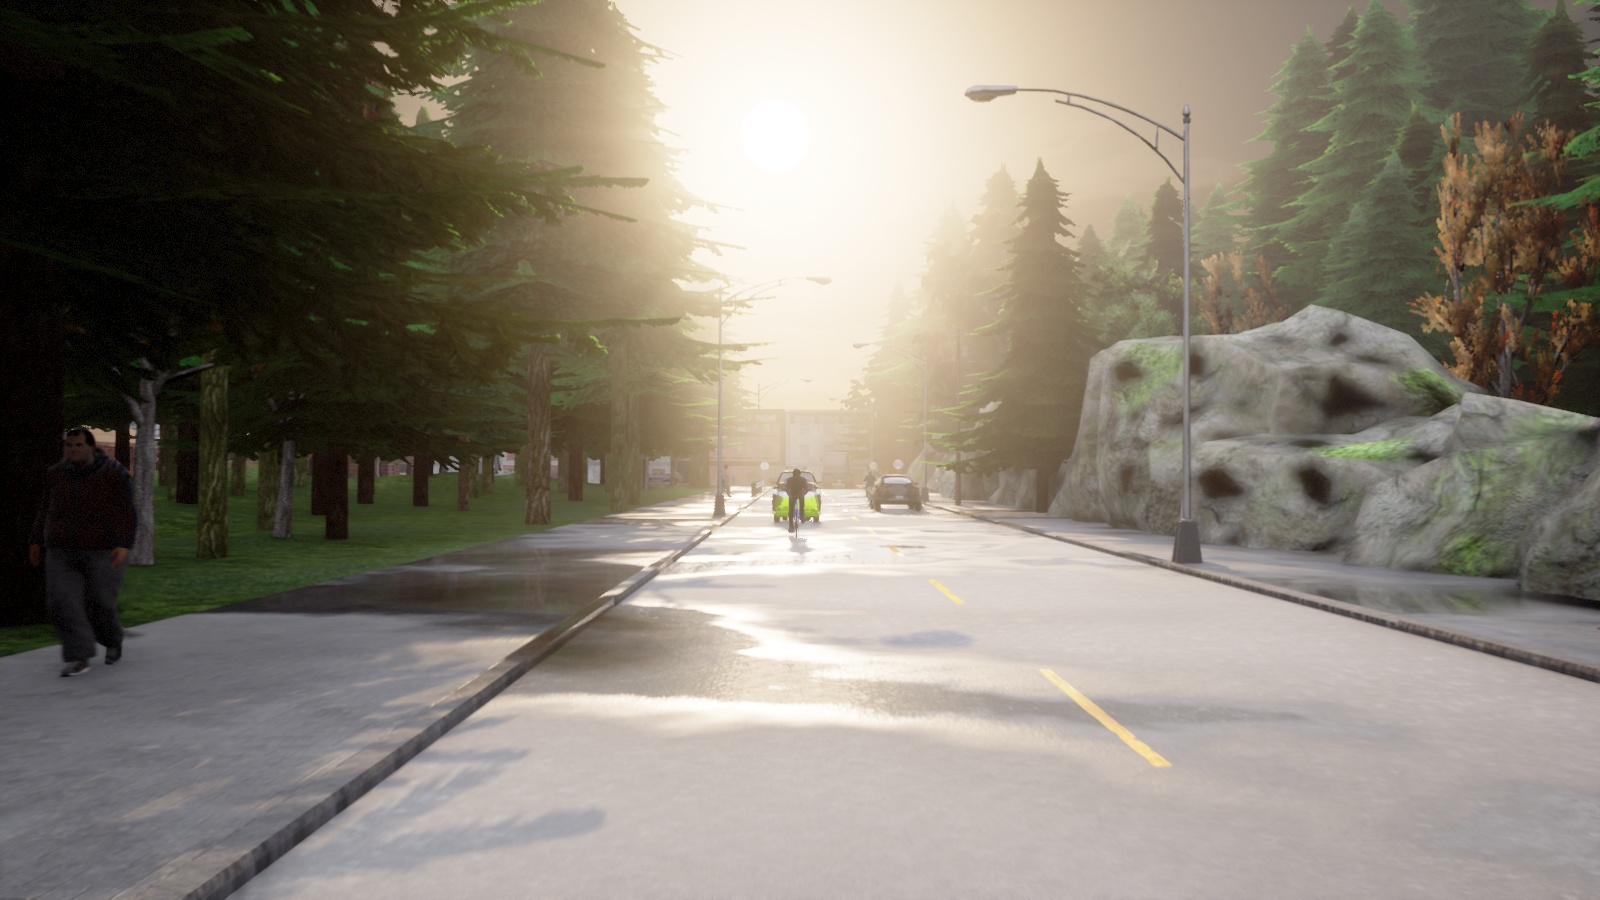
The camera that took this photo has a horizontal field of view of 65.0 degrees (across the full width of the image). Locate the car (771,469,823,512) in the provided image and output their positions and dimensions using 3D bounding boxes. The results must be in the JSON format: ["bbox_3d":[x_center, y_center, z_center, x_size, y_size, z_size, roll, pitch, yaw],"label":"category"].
[{"bbox_3d":[-0.121,1.596,50.863,2.033,1.649,4.856,0,-1,0],"label":"car"}]

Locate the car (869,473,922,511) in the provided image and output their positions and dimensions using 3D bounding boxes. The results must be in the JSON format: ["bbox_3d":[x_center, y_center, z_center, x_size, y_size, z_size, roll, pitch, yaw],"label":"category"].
[{"bbox_3d":[3.878,1.687,51.518,1.812,1.442,4.674,0,-1,0],"label":"car"}]

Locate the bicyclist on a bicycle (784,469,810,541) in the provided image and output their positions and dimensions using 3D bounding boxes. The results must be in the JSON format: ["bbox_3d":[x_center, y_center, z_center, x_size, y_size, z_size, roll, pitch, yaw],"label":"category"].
[{"bbox_3d":[-0.069,1.256,29.154,0.582,1.620,1.656,0,-1,0],"label":"bicyclist on a bicycle"}]

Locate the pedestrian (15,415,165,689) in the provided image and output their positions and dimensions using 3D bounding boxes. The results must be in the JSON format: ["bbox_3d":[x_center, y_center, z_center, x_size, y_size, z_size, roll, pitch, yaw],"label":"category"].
[{"bbox_3d":[-5.043,0.695,8.971,0.634,1.844,0.899,0,-1,-7],"label":"pedestrian"}]

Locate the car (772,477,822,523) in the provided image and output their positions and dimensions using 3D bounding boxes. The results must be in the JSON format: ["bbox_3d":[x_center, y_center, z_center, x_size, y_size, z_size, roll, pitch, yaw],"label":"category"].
[{"bbox_3d":[-0.091,1.515,38.569,1.481,1.376,2.207,0,-1,0],"label":"car"}]

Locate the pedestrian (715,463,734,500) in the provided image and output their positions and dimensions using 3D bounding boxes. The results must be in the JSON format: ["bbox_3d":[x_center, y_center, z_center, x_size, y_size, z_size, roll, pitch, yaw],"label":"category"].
[{"bbox_3d":[-3.900,1.625,64.819,0.900,1.855,0.874,0,-1,1],"label":"pedestrian"}]
